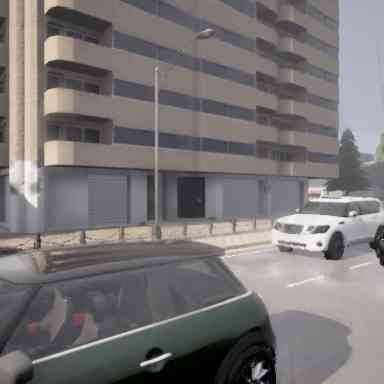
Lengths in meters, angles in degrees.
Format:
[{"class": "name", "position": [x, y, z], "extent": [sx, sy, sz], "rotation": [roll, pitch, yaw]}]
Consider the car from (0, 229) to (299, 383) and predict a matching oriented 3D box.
[{"class": "car", "position": [-1.311, 1.351, 3.004], "extent": [4.553, 1.767, 2.097], "rotation": [0, 0, -38]}]

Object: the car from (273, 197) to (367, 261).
[{"class": "car", "position": [5.454, 1.221, 12.739], "extent": [5.566, 2.045, 2.150], "rotation": [0, 0, -38]}]

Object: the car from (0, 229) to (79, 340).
[{"class": "car", "position": [-4.366, 1.526, 5.053], "extent": [4.674, 1.442, 1.812], "rotation": [0, 0, -38]}]

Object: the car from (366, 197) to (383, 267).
[{"class": "car", "position": [7.754, 1.222, 10.095], "extent": [5.566, 2.045, 2.150], "rotation": [0, 0, -38]}]
